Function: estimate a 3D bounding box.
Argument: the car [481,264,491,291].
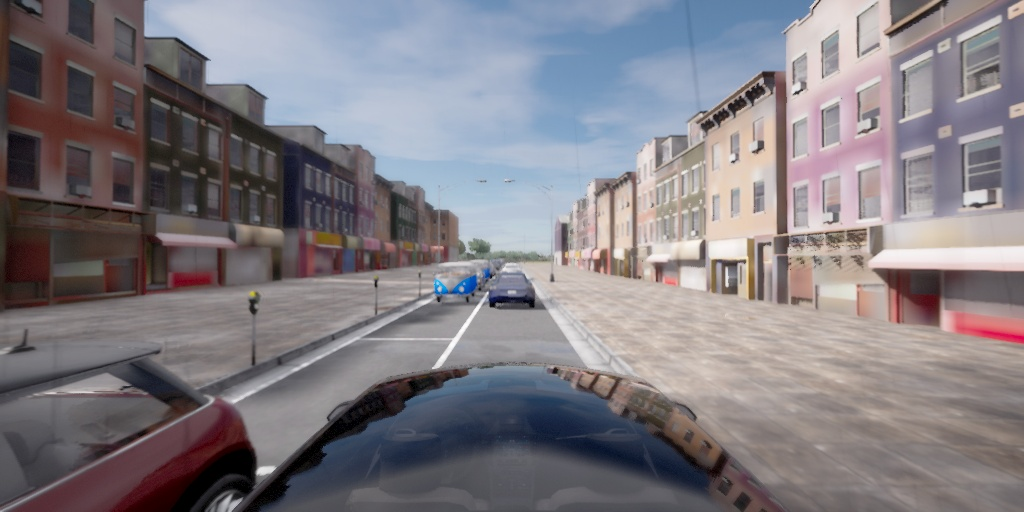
[{"bbox_3d":[-2.637,1.419,22.810,2.007,1.370,4.403,0,0,0],"label":"car"}]

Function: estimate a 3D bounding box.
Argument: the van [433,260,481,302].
[{"bbox_3d":[-2.637,1.196,17.262,1.690,1.789,3.998,0,0,0],"label":"van"}]

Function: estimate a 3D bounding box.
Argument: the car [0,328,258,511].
[{"bbox_3d":[-2.639,1.179,0.620,1.967,1.591,4.097,0,0,0],"label":"car"}]

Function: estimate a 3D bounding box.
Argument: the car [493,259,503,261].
[{"bbox_3d":[-2.634,1.359,50.522,1.948,1.339,4.313,0,0,0],"label":"car"}]

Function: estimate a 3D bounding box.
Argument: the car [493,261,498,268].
[{"bbox_3d":[-2.636,1.422,33.904,1.948,1.339,4.313,0,0,0],"label":"car"}]

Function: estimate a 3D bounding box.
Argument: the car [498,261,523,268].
[{"bbox_3d":[0.004,1.390,31.224,1.812,1.442,4.674,0,0,0],"label":"car"}]

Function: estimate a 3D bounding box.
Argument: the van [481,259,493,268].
[{"bbox_3d":[-2.636,1.210,28.357,1.690,1.789,3.998,0,0,0],"label":"van"}]

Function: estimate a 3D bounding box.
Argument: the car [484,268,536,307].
[{"bbox_3d":[0.004,1.416,16.205,1.994,1.385,4.181,0,0,0],"label":"car"}]

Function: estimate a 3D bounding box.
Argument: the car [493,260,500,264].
[{"bbox_3d":[-2.635,1.416,39.446,1.802,1.307,4.207,0,0,0],"label":"car"}]
